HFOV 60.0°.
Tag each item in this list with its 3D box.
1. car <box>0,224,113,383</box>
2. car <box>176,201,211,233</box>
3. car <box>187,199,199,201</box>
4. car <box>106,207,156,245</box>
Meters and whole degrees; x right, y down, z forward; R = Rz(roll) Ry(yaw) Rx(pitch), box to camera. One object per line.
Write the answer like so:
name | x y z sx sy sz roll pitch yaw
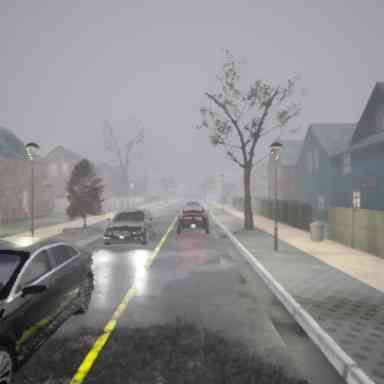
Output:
car | -2.841 1.499 4.772 2.128 1.511 4.902 0 0 0
car | 0.073 1.550 20.178 1.837 1.490 4.892 0 0 0
car | 0.094 1.599 40.978 1.882 1.535 5.008 0 0 0
car | -2.811 1.532 15.787 1.837 1.490 4.892 0 1 0
